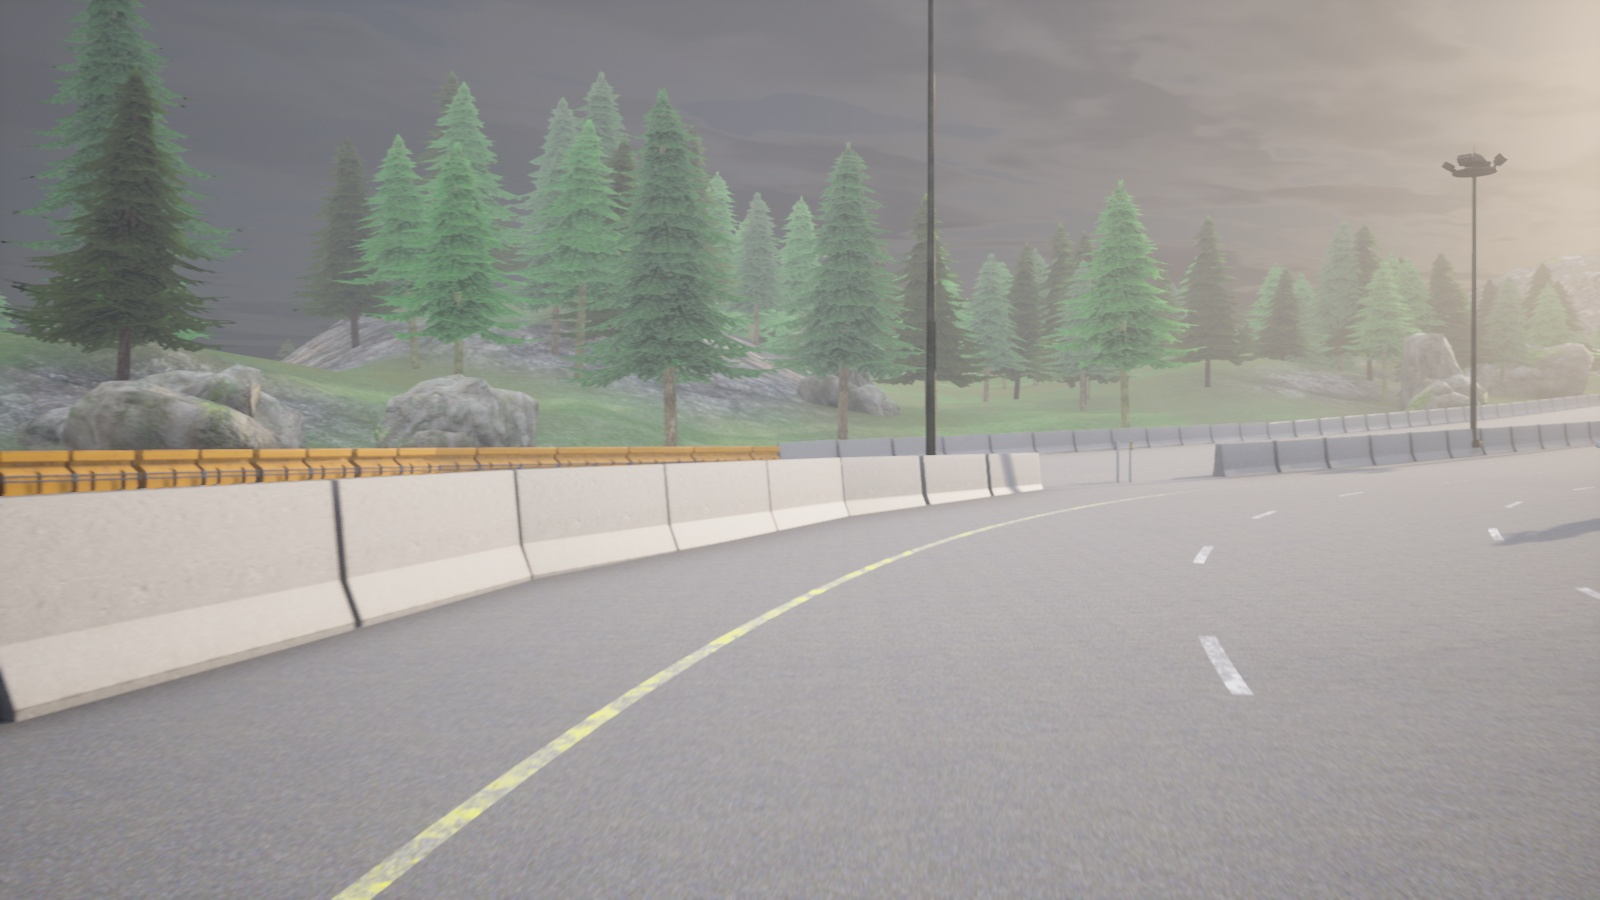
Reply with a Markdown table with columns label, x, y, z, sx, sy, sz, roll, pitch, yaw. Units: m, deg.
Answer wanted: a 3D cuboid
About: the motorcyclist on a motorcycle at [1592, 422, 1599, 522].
| label | x | y | z | sx | sy | sz | roll | pitch | yaw |
| --- | --- | --- | --- | --- | --- | --- | --- | --- | --- |
| motorcyclist on a motorcycle | 13.482 | 0.334 | 20.514 | 0.866 | 1.590 | 1.817 | 1 | 2 | 32 |
